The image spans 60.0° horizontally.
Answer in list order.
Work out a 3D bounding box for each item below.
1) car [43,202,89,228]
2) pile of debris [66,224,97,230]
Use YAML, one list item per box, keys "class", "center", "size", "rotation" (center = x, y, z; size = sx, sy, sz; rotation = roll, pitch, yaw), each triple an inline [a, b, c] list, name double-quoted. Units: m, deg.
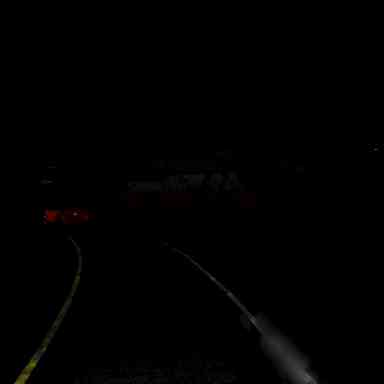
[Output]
- class: "car"
  center: [-9.212, 1.534, 24.154]
  size: [2.097, 1.767, 4.553]
  rotation: [0, 0, -38]
- class: "pile of debris"
  center: [-7.357, 2.320, 22.084]
  size: [1.500, 0.140, 1.860]
  rotation: [0, -1, -35]
